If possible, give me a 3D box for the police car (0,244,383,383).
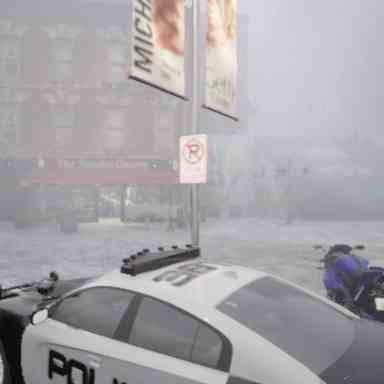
[{"bbox_3d":[-0.430,1.427,3.554,5.238,1.638,1.930,0,0,34],"label":"police car"}]
